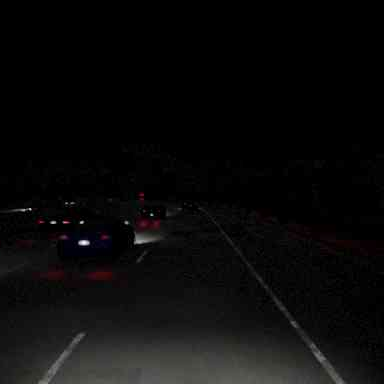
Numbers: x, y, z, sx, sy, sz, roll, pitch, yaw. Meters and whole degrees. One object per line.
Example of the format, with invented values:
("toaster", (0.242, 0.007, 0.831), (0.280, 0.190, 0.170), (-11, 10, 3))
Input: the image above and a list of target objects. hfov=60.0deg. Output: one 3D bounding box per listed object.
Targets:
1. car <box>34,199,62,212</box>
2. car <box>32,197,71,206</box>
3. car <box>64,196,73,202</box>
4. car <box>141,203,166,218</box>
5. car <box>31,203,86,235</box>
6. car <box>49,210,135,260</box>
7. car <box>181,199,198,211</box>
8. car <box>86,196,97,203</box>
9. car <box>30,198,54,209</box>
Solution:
("car", (-17.968, 1.646, 41.774), (1.994, 1.385, 4.181), (0, 0, -4))
("car", (-14.160, 1.530, 33.121), (1.882, 1.535, 5.008), (0, 0, -1))
("car", (-30.387, 1.736, 81.318), (1.882, 1.535, 5.008), (0, 0, -30))
("car", (-3.402, 1.646, 30.375), (1.895, 1.301, 4.718), (0, 0, 0))
("car", (-6.900, 1.568, 19.043), (2.033, 1.411, 5.357), (0, 0, 0))
("car", (-3.400, 1.574, 12.475), (1.994, 1.385, 4.181), (0, 0, 0))
("car", (-0.331, 1.644, 42.916), (1.994, 1.385, 4.181), (0, 0, -4))
("car", (-22.045, 1.750, 72.992), (1.837, 1.490, 4.892), (0, 0, -24))
("car", (-22.475, 1.614, 50.034), (2.128, 1.511, 4.902), (0, 0, -10))
